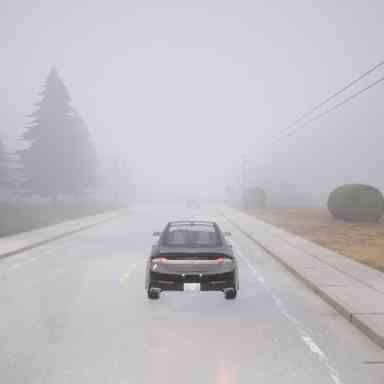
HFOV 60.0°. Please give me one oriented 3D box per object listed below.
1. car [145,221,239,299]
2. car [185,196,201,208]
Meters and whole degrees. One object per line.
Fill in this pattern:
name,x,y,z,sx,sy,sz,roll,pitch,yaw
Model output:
car,0.002,1.466,8.348,2.128,1.511,4.902,0,0,0
car,0.100,1.340,43.563,1.837,1.490,4.892,0,0,1
